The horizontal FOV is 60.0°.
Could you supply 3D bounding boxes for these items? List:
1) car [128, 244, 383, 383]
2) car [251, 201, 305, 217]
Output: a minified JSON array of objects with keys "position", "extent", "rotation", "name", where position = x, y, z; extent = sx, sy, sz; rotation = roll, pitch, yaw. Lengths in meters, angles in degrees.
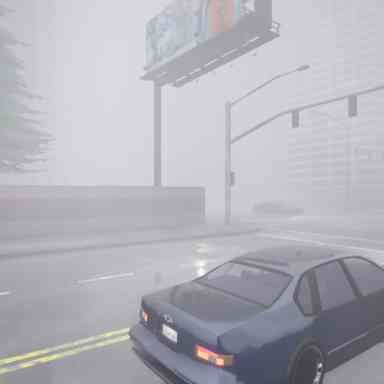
[{"position":[1.779,1.547,5.033],"extent":[5.357,1.411,2.033],"rotation":[0,0,-37],"name":"car"},{"position":[8.210,1.547,32.311],"extent":[2.033,1.411,5.357],"rotation":[0,0,-35],"name":"car"}]
